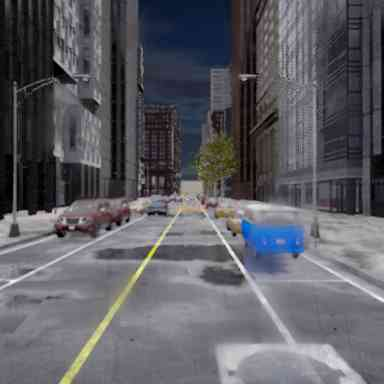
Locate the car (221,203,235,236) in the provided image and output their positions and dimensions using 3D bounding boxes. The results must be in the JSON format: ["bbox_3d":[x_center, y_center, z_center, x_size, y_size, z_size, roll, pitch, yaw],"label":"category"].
[{"bbox_3d":[2.857,1.569,18.348,1.752,1.417,4.829,0,0,0],"label":"car"}]

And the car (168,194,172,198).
[{"bbox_3d":[-5.680,1.590,68.947,1.967,1.590,4.097,0,0,0],"label":"car"}]

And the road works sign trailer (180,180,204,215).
[{"bbox_3d":[-0.006,0.529,34.319,2.380,3.560,2.880,0,0,0],"label":"road works sign trailer"}]

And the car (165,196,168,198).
[{"bbox_3d":[-5.678,1.677,57.668,1.947,1.339,4.313,0,0,0],"label":"car"}]

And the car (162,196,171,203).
[{"bbox_3d":[-5.681,1.715,74.585,1.887,1.381,4.507,0,0,0],"label":"car"}]

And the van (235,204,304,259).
[{"bbox_3d":[2.857,1.374,12.537,1.690,1.788,3.998,0,0,0],"label":"van"}]

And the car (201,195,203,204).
[{"bbox_3d":[2.849,1.536,52.016,1.967,1.590,4.097,0,0,0],"label":"car"}]

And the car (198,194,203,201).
[{"bbox_3d":[2.846,1.445,63.296,2.192,1.841,5.009,0,0,0],"label":"car"}]

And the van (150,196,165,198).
[{"bbox_3d":[-5.676,1.437,52.030,1.690,1.788,3.998,0,0,0],"label":"van"}]

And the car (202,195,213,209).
[{"bbox_3d":[2.850,1.523,46.378,1.967,1.590,4.097,0,0,0],"label":"car"}]

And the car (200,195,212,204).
[{"bbox_3d":[2.845,1.465,68.935,2.192,1.841,5.009,0,0,0],"label":"car"}]

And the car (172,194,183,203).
[{"bbox_3d":[-3.014,1.661,74.143,1.812,1.442,4.674,0,0,0],"label":"car"}]

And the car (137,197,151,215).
[{"bbox_3d":[-5.673,1.591,34.905,1.752,1.417,4.829,0,0,1],"label":"car"}]

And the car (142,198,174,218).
[{"bbox_3d":[-3.103,1.609,31.761,2.033,1.411,5.357,0,0,0],"label":"car"}]

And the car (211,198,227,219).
[{"bbox_3d":[2.861,1.584,29.661,1.752,1.417,4.829,0,0,1],"label":"car"}]

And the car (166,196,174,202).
[{"bbox_3d":[-5.683,1.794,85.863,1.802,1.307,4.206,0,0,0],"label":"car"}]

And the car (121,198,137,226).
[{"bbox_3d":[-5.671,1.367,23.837,2.192,1.841,5.009,0,0,0],"label":"car"}]

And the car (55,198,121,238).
[{"bbox_3d":[-5.670,1.358,18.197,2.192,1.841,5.009,0,0,0],"label":"car"}]
